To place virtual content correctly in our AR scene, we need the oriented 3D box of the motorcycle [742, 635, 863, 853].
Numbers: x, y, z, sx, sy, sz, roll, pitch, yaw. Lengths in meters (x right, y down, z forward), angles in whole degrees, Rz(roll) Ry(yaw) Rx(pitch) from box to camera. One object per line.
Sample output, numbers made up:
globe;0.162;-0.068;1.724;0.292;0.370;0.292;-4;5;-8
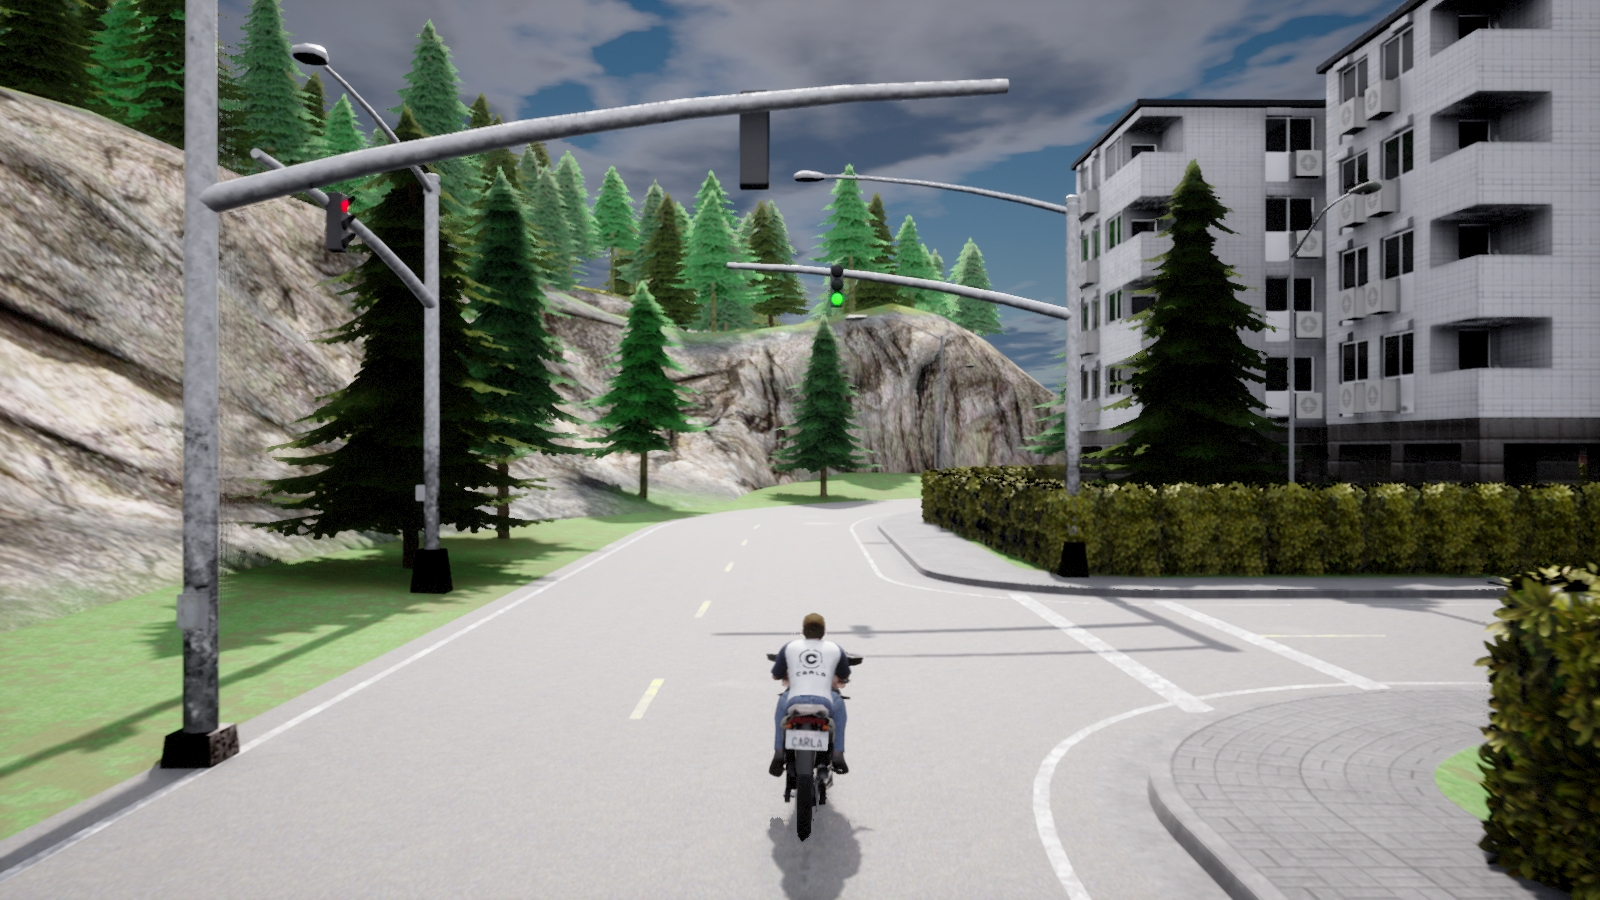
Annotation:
motorcycle;0.061;2.201;8.939;0.803;1.145;2.033;2;0;3
